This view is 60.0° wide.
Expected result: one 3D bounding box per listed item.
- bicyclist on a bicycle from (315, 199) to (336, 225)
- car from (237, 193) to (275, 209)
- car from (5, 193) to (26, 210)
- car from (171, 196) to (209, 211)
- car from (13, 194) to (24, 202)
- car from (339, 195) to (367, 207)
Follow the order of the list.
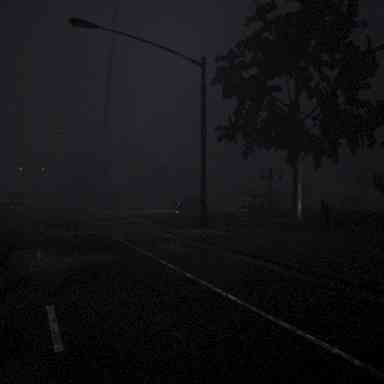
[{"bbox_3d":[8.675,1.311,21.761,0.582,1.620,1.656,0,-2,-30],"label":"bicyclist on a bicycle"},{"bbox_3d":[9.026,1.221,46.327,5.566,2.045,2.150,0,0,-27],"label":"car"},{"bbox_3d":[-23.155,1.174,43.653,2.150,2.045,5.566,0,0,-26],"label":"car"},{"bbox_3d":[-0.276,1.353,41.389,4.553,1.767,2.097,0,0,-28],"label":"car"},{"bbox_3d":[-34.855,1.186,66.898,1.812,1.442,4.674,0,1,-27],"label":"car"},{"bbox_3d":[24.516,1.353,50.485,4.553,1.767,2.097,0,0,-30],"label":"car"}]
